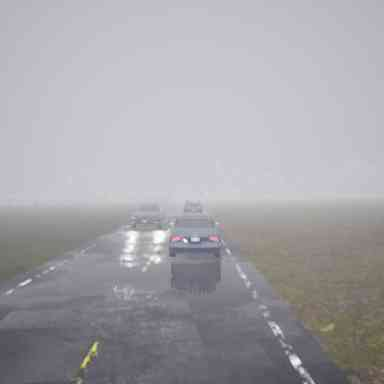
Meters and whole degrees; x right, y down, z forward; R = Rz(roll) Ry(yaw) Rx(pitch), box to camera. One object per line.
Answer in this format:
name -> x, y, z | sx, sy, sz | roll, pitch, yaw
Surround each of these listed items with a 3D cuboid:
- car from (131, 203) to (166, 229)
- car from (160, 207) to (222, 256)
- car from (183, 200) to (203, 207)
car -> -2.763, 1.512, 21.909 | 1.837, 1.490, 4.892 | 0, -1, 0
car -> 0.098, 1.549, 13.012 | 2.033, 1.411, 5.357 | 0, 0, 0
car -> 0.097, 1.500, 33.355 | 2.128, 1.511, 4.902 | 0, 0, 0
